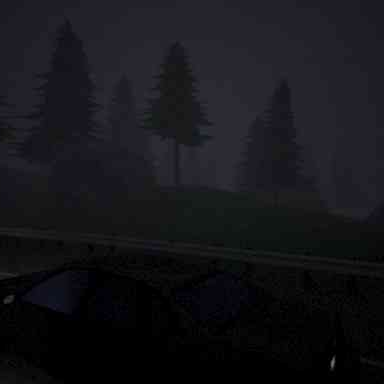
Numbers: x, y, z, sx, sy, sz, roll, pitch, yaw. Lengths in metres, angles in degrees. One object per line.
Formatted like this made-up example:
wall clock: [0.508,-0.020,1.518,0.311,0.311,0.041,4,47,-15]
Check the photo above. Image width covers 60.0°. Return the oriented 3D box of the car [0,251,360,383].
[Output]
car: [-0.871,1.523,4.282,5.357,1.411,2.033,0,0,33]
